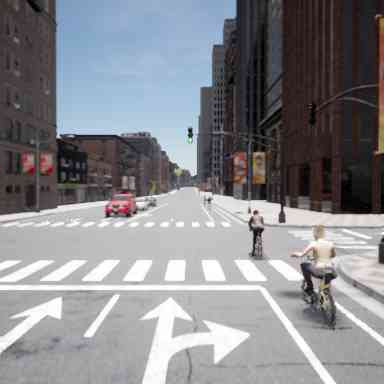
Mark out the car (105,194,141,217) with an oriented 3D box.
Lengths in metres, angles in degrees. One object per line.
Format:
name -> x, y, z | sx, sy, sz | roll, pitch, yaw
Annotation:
car -> -6.583, 1.236, 31.470 | 2.150, 2.045, 5.566 | 0, 0, 0

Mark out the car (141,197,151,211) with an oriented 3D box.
car -> -6.565, 1.545, 41.134 | 1.812, 1.442, 4.674 | 0, 0, 0

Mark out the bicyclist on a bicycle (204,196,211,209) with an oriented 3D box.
bicyclist on a bicycle -> 2.258, 1.392, 43.814 | 0.659, 1.776, 1.843 | 0, 0, 0

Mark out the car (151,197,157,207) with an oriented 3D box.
car -> -6.543, 1.515, 51.502 | 2.128, 1.511, 4.902 | 0, 0, 1

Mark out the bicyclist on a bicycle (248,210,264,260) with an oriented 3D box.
bicyclist on a bicycle -> 2.253, 1.457, 11.582 | 0.582, 1.620, 1.656 | 0, 0, 0

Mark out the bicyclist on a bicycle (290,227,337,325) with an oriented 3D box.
bicyclist on a bicycle -> 2.307, 1.437, 6.137 | 0.866, 1.612, 1.509 | 0, 0, 0
